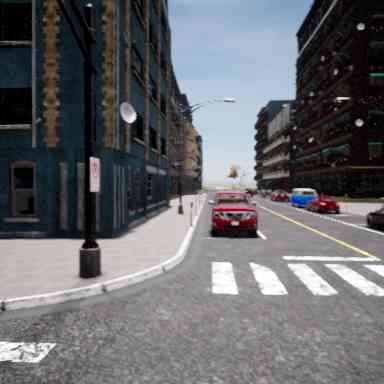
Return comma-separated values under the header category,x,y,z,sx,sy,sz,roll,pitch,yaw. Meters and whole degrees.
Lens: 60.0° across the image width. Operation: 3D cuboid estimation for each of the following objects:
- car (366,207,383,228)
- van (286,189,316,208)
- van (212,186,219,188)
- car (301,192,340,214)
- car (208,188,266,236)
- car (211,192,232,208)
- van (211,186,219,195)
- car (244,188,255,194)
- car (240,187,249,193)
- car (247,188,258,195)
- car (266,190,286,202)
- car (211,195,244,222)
category,x,y,z,sx,sy,sz,roll,pitch,yaw
car,9.732,1.193,15.368,1.947,1.339,4.313,0,1,3
van,10.663,0.587,31.989,1.690,1.788,3.998,0,1,3
van,3.104,0.409,37.968,1.690,1.788,3.998,0,1,3
car,10.351,0.955,26.452,1.802,1.307,4.206,0,1,3
car,1.866,0.893,15.800,2.192,1.841,5.009,0,1,3
car,2.793,0.740,32.431,1.887,1.381,4.507,0,1,3
van,4.961,-0.364,71.219,1.690,1.788,3.998,1,1,3
car,13.137,-0.241,76.329,1.887,1.381,4.507,1,1,3
car,13.756,-0.496,87.412,2.008,1.369,4.403,1,1,3
car,12.827,-0.111,70.787,1.887,1.381,4.507,1,1,3
car,11.281,0.430,43.074,1.967,1.590,4.097,0,1,3
car,2.174,0.996,21.347,1.887,1.381,4.507,0,1,3
